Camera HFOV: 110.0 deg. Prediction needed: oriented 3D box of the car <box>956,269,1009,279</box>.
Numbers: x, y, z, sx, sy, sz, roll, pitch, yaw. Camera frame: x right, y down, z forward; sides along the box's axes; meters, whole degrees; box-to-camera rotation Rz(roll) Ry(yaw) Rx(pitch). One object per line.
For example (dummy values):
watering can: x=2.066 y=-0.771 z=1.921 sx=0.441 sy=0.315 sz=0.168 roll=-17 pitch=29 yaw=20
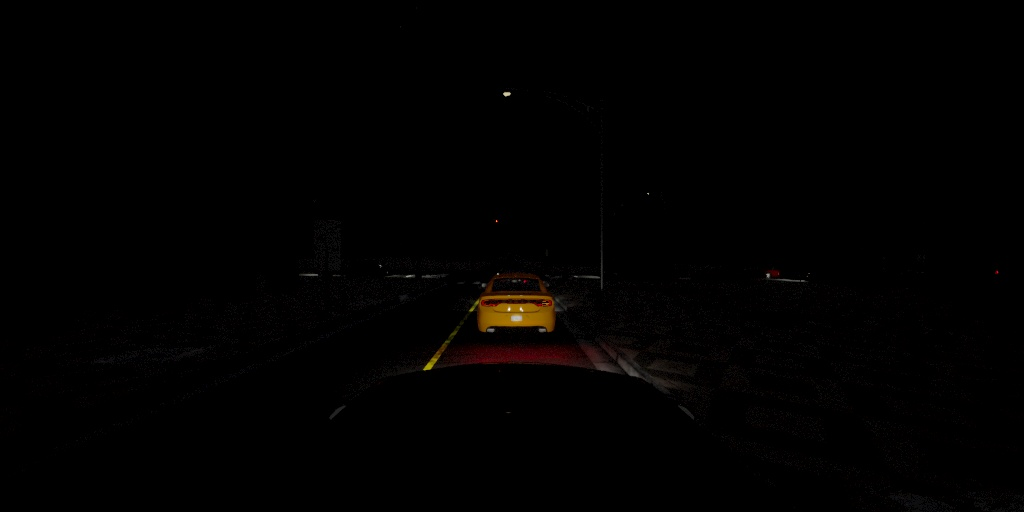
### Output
car: x=40.367 y=1.994 z=30.938 sx=4.207 sy=1.307 sz=1.802 roll=0 pitch=0 yaw=0

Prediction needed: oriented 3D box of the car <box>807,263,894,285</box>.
car: x=29.073 y=1.539 z=30.946 sx=5.009 sy=1.841 sz=2.192 roll=0 pitch=0 yaw=0

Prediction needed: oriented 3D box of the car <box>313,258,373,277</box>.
car: x=-14.764 y=1.114 z=30.882 sx=4.403 sy=1.370 sz=2.007 roll=0 pitch=0 yaw=0

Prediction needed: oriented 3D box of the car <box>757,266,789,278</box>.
car: x=29.087 y=1.763 z=39.472 sx=4.507 sy=1.381 sz=1.888 roll=0 pitch=0 yaw=0

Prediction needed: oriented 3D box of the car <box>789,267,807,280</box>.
car: x=31.886 y=1.771 z=36.793 sx=4.892 sy=1.490 sz=1.837 roll=1 pitch=0 yaw=0

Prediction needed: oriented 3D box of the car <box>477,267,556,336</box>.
car: x=0.104 y=1.227 z=10.405 sx=1.882 sy=1.535 sz=5.008 roll=0 pitch=0 yaw=0

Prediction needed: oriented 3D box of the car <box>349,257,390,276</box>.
car: x=-13.881 y=0.926 z=33.594 sx=4.553 sy=1.767 sz=2.097 roll=1 pitch=0 yaw=1

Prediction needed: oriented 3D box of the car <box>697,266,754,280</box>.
car: x=21.820 y=1.704 z=36.809 sx=4.718 sy=1.301 sz=1.895 roll=1 pitch=0 yaw=0

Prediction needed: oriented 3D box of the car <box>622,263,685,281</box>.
car: x=12.144 y=1.522 z=30.958 sx=4.313 sy=1.339 sz=1.948 roll=0 pitch=0 yaw=0

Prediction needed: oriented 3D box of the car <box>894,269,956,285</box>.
car: x=34.717 y=1.862 z=30.942 sx=4.507 sy=1.381 sz=1.888 roll=0 pitch=0 yaw=0

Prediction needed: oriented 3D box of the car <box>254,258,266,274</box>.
car: x=-23.879 y=0.928 z=33.647 sx=4.902 sy=1.511 sz=2.128 roll=1 pitch=0 yaw=0

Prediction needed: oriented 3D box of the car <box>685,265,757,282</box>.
car: x=17.956 y=1.569 z=30.954 sx=4.829 sy=1.417 sz=1.751 roll=0 pitch=0 yaw=0

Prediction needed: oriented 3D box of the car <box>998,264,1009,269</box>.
car: x=48.969 y=1.777 z=33.591 sx=5.566 sy=2.045 sz=2.150 roll=1 pitch=0 yaw=0

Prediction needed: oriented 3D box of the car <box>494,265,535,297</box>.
car: x=0.111 y=1.296 z=20.232 sx=2.033 sy=1.411 sz=5.357 roll=0 pitch=0 yaw=0

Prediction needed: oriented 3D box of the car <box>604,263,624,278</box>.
car: x=11.902 y=1.454 z=36.816 sx=4.892 sy=1.490 sz=1.837 roll=1 pitch=0 yaw=0
